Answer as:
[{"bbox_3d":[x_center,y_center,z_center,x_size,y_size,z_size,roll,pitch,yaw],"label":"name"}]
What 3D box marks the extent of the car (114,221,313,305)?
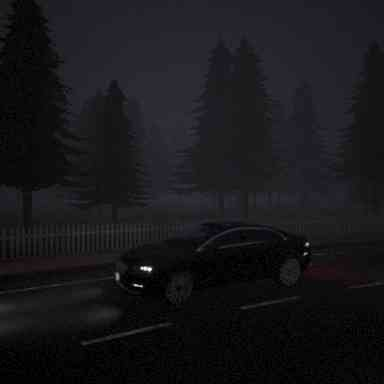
[{"bbox_3d":[0.652,1.487,8.005,4.902,1.511,2.128,0,0,-27],"label":"car"}]
